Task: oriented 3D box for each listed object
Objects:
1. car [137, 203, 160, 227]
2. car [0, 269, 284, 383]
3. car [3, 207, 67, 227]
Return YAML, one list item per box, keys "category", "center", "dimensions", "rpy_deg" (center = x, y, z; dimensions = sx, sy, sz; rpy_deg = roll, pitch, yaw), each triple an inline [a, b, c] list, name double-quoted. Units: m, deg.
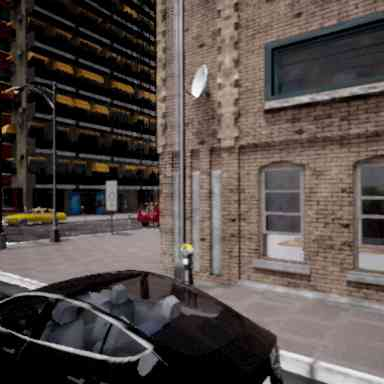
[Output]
- category: "car"
  center: [-2.192, 1.757, 26.460]
  dimensions: [2.192, 1.841, 5.009]
  rpy_deg: [-2, -2, 35]
- category: "car"
  center: [-1.169, 1.574, 3.710]
  dimensions: [4.313, 1.339, 1.947]
  rpy_deg: [0, 0, 36]
- category: "car"
  center: [-12.409, 1.902, 26.416]
  dimensions: [1.752, 1.417, 4.829]
  rpy_deg: [-2, -2, 35]
